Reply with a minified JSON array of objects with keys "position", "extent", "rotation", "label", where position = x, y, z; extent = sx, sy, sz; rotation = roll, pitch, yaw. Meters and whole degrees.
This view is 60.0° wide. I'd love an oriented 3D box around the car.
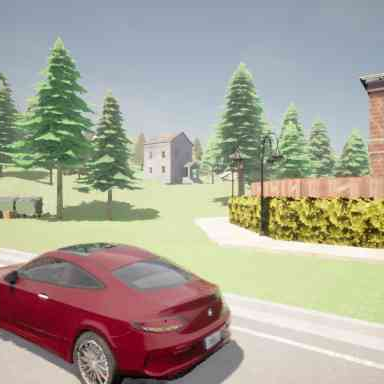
[{"position":[-1.628,1.526,5.149],"extent":[4.674,1.442,1.812],"rotation":[0,0,36],"label":"car"}]
